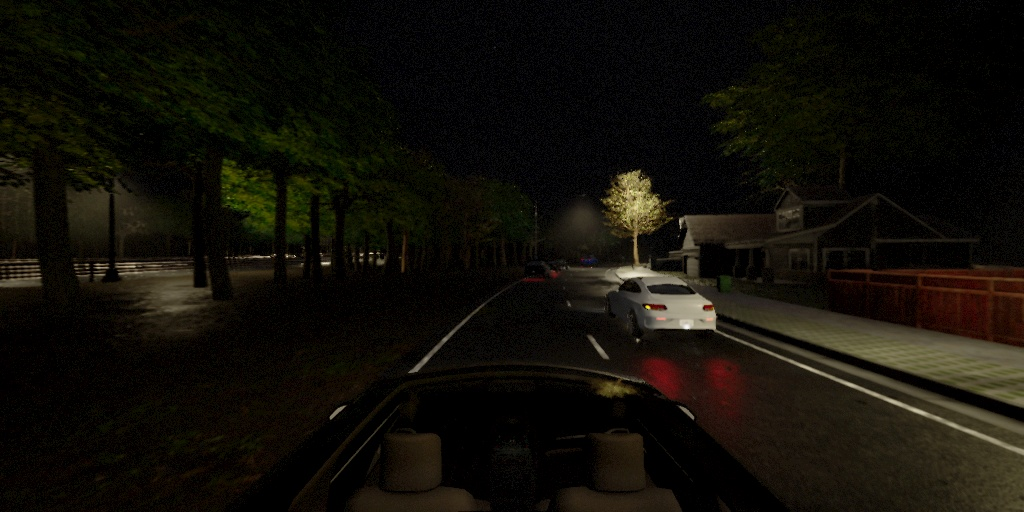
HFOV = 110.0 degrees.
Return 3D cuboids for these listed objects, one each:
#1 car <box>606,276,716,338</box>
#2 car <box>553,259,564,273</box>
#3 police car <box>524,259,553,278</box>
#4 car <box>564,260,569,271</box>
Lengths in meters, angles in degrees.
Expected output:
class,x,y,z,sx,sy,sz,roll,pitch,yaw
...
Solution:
class,x,y,z,sx,sy,sz,roll,pitch,yaw
car,3.951,1.291,10.135,1.812,1.442,4.674,0,0,3
car,4.787,1.213,43.196,1.812,1.442,4.674,0,0,16
police car,2.411,1.137,33.643,1.930,1.638,5.238,0,0,12
car,6.523,1.179,48.911,1.837,1.490,4.892,0,0,18
